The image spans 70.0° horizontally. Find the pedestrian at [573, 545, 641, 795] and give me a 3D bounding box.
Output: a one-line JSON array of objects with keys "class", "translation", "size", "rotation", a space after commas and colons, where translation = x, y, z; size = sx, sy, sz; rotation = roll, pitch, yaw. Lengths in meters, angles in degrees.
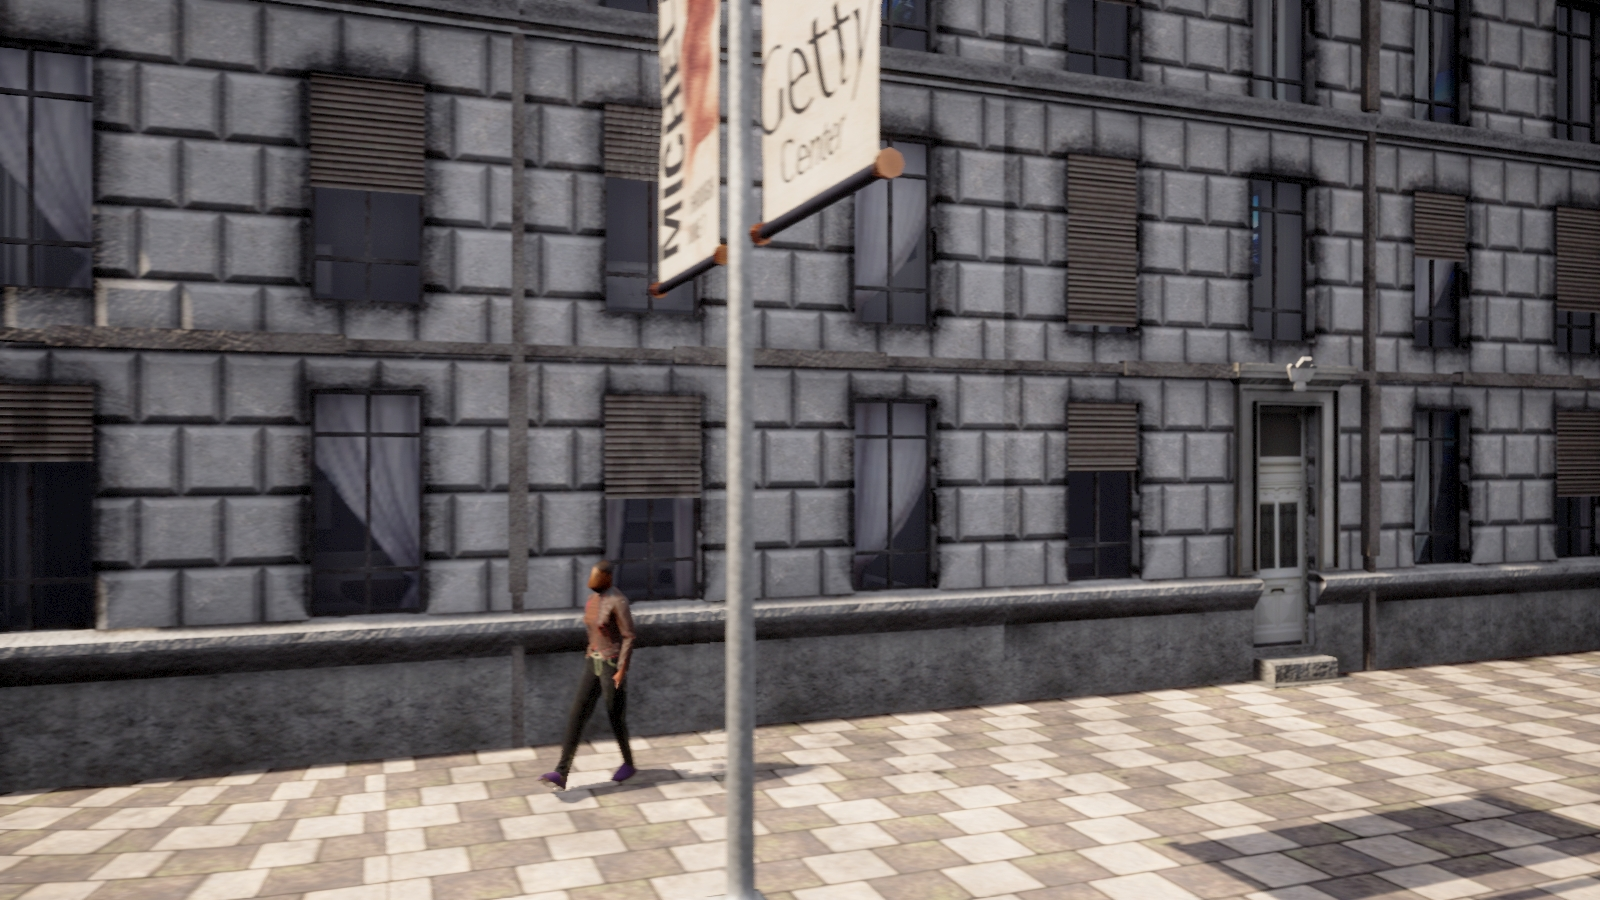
[{"class": "pedestrian", "translation": [-1.517, 1.700, 8.974], "size": [0.375, 1.860, 0.375], "rotation": [0, 0, 36]}]
